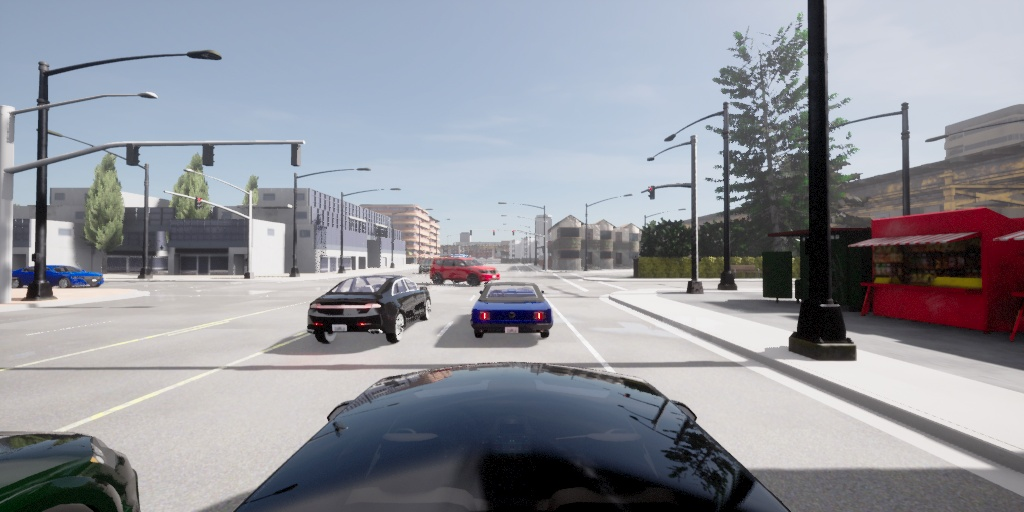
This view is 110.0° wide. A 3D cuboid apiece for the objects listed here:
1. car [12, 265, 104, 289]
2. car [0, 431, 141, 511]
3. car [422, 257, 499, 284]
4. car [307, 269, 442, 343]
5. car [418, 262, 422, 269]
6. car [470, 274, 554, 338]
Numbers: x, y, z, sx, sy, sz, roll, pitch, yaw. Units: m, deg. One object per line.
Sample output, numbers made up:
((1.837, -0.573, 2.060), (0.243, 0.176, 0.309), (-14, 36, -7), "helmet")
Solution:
((-29.746, 1.316, 23.405), (5.008, 1.535, 1.882), (0, -1, 0), "car")
((-3.373, 1.314, 0.538), (1.994, 1.385, 4.181), (0, 0, -1), "car")
((-3.600, 1.109, 26.358), (5.566, 2.045, 2.150), (0, 0, 31), "car")
((-3.511, 1.257, 9.707), (2.128, 1.511, 4.902), (0, 0, 0), "car")
((-11.075, 1.341, 48.369), (2.150, 2.045, 5.566), (0, 0, -1), "car")
((-0.010, 1.365, 10.185), (1.895, 1.301, 4.718), (0, 0, 0), "car")
